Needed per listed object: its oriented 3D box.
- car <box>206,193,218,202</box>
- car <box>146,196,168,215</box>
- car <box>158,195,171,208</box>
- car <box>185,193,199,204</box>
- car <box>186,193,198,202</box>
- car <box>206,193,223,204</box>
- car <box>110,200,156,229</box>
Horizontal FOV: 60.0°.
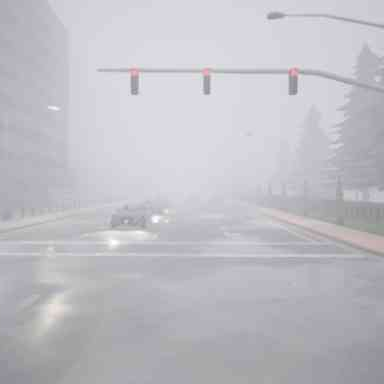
[{"bbox_3d":[3.493,0.910,59.928,1.882,1.535,5.008,0,1,0],"label":"car"},{"bbox_3d":[-3.580,1.297,30.152,1.994,1.385,4.181,0,1,1],"label":"car"},{"bbox_3d":[-3.588,1.138,40.175,1.837,1.490,4.892,0,1,0],"label":"car"},{"bbox_3d":[-0.006,1.011,50.024,1.882,1.535,5.008,0,1,0],"label":"car"},{"bbox_3d":[-0.007,0.933,59.273,2.128,1.511,4.902,0,1,0],"label":"car"},{"bbox_3d":[3.592,1.005,50.363,1.882,1.535,5.008,0,1,0],"label":"car"},{"bbox_3d":[-3.591,1.395,20.261,1.994,1.385,4.181,0,1,0],"label":"car"}]
